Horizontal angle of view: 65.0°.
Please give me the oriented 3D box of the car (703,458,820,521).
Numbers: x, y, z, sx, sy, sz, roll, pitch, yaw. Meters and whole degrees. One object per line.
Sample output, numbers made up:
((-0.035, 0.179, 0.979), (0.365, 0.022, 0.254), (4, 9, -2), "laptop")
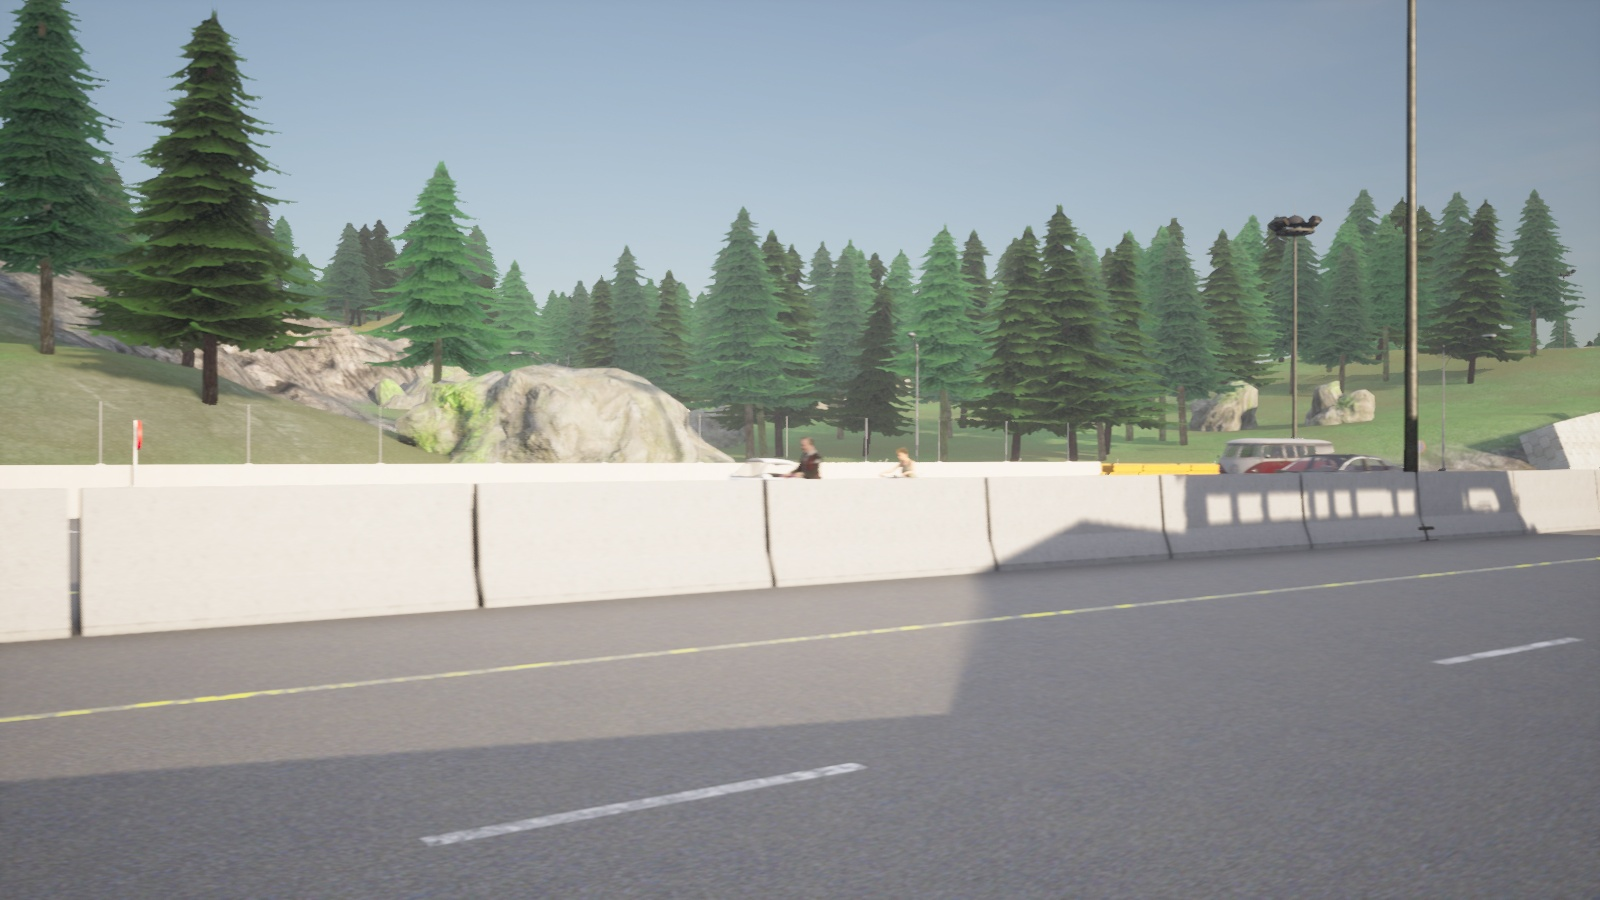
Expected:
((-0.878, 0.872, 28.633), (2.207, 1.376, 1.481), (0, 0, -35), "car")

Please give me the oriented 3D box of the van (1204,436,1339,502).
((14.920, 0.561, 39.630), (4.442, 1.987, 1.775), (0, 0, -35), "van")

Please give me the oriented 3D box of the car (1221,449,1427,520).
((12.242, 0.747, 29.237), (4.902, 1.511, 2.128), (0, 0, -35), "car")
